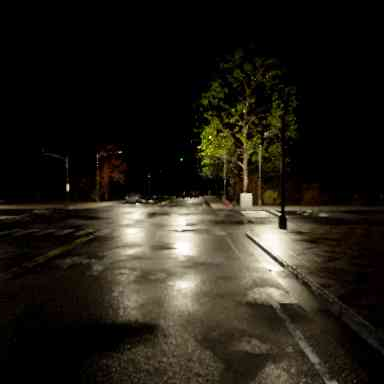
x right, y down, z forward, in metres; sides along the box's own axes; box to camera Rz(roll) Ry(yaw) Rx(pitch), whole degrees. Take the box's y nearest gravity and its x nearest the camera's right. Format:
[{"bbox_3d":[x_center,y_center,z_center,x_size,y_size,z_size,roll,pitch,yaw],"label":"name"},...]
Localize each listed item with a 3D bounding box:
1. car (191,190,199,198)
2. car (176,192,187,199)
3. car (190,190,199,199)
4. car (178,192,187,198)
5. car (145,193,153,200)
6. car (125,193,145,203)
[{"bbox_3d":[0.748,0.419,86.403,2.150,2.045,5.566,0,1,1],"label":"car"},{"bbox_3d":[-2.679,0.926,76.015,2.033,1.411,5.357,0,1,1],"label":"car"},{"bbox_3d":[0.577,0.739,76.345,2.097,1.767,4.553,0,1,1],"label":"car"},{"bbox_3d":[-2.502,0.718,86.431,2.128,1.511,4.902,0,1,1],"label":"car"},{"bbox_3d":[-9.283,0.919,69.991,1.882,1.535,5.008,0,0,1],"label":"car"},{"bbox_3d":[-9.591,0.920,55.019,2.097,1.767,4.553,0,0,2],"label":"car"}]
